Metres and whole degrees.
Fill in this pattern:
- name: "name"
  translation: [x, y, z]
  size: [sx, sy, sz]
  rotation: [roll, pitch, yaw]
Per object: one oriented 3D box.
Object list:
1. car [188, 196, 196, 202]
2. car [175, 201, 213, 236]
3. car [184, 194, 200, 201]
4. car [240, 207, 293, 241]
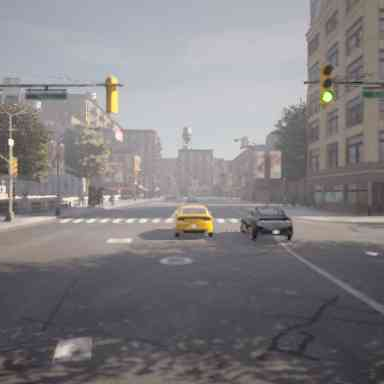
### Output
- name: "car"
  translation: [-0.010, 1.525, 76.713]
  size: [1.895, 1.301, 4.718]
  rotation: [0, 0, 1]
- name: "car"
  translation: [0.096, 1.467, 18.325]
  size: [1.882, 1.535, 5.008]
  rotation: [0, 0, 0]
- name: "car"
  translation: [-0.009, 1.533, 66.661]
  size: [1.994, 1.385, 4.181]
  rotation: [0, 0, 0]
- name: "car"
  translation: [3.597, 1.484, 16.635]
  size: [2.128, 1.511, 4.902]
  rotation: [0, 0, 0]
